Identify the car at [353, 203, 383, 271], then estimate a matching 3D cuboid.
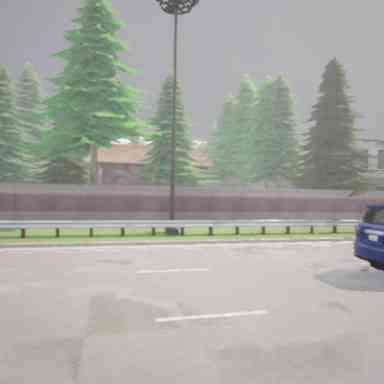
[{"bbox_3d":[7.392,1.343,9.447,5.566,2.045,2.150,1,0,-14],"label":"car"}]
